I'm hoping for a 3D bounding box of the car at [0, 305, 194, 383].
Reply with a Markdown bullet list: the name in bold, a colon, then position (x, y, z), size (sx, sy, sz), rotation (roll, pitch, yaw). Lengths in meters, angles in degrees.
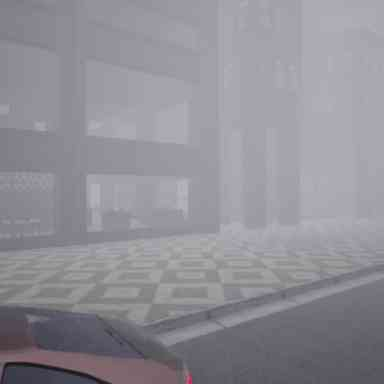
- **car**: position (-1.960, 1.564, 1.982), size (4.181, 1.385, 1.994), rotation (0, 0, -35)
